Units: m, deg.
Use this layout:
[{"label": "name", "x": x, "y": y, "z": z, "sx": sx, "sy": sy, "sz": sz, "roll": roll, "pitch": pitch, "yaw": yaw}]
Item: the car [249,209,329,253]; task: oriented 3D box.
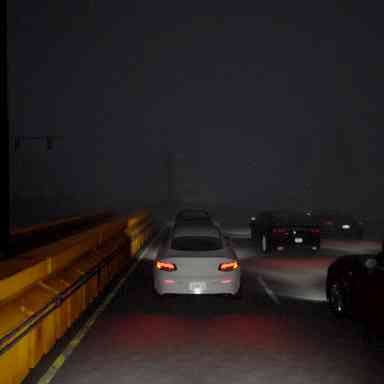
[{"label": "car", "x": 3.591, "y": 1.478, "z": 13.679, "sx": 1.882, "sy": 1.535, "sz": 5.008, "roll": 0, "pitch": 0, "yaw": 0}]

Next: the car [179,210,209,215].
[{"label": "car", "x": 0.088, "y": 1.601, "z": 17.406, "sx": 1.895, "sy": 1.301, "sz": 4.718, "roll": 0, "pitch": 0, "yaw": 0}]

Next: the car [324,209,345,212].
[{"label": "car", "x": 7.088, "y": 1.564, "z": 17.294, "sx": 1.994, "sy": 1.385, "sz": 4.181, "roll": 0, "pitch": 0, "yaw": 0}]

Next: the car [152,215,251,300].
[{"label": "car", "x": 0.094, "y": 1.526, "z": 8.284, "sx": 1.812, "sy": 1.442, "sz": 4.674, "roll": 0, "pitch": 0, "yaw": 0}]

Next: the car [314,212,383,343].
[{"label": "car", "x": 3.594, "y": 1.352, "z": 4.507, "sx": 2.097, "sy": 1.767, "sz": 4.553, "roll": 0, "pitch": 0, "yaw": 0}]
